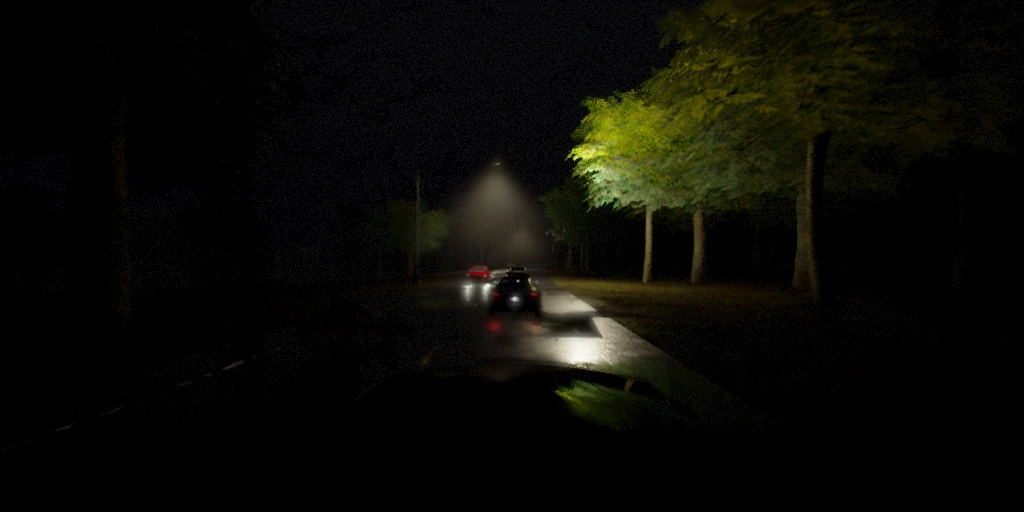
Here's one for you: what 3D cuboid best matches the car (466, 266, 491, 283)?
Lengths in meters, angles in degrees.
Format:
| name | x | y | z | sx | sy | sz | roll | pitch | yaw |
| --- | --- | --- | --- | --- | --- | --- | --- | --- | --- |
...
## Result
| name | x | y | z | sx | sy | sz | roll | pitch | yaw |
| --- | --- | --- | --- | --- | --- | --- | --- | --- | --- |
| car | -2.975 | 1.631 | 32.726 | 1.882 | 1.535 | 5.008 | 0 | -1 | 0 |

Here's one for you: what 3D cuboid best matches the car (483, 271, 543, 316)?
| name | x | y | z | sx | sy | sz | roll | pitch | yaw |
| --- | --- | --- | --- | --- | --- | --- | --- | --- | --- |
| car | 0.165 | 1.479 | 14.291 | 1.994 | 1.385 | 4.181 | 0 | -1 | 2 |

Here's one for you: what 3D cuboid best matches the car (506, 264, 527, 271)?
| name | x | y | z | sx | sy | sz | roll | pitch | yaw |
| --- | --- | --- | --- | --- | --- | --- | --- | --- | --- |
| car | 0.521 | 1.616 | 29.139 | 1.837 | 1.490 | 4.892 | 0 | 0 | 2 |
